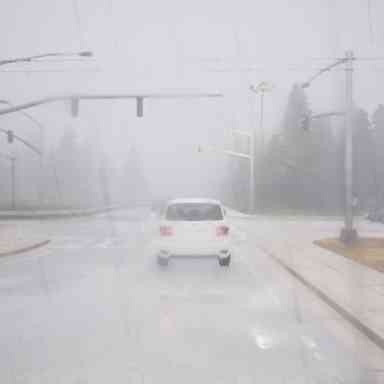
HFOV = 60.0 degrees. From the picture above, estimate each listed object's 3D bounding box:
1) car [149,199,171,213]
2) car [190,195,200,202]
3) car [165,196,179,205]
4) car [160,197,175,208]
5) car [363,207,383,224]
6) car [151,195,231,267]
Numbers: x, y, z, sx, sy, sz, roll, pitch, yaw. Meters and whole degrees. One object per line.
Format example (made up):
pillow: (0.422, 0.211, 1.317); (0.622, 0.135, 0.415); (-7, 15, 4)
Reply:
car: (-3.594, 1.546, 38.336); (2.033, 1.411, 5.357); (0, 0, 0)
car: (0.667, 1.522, 77.430); (2.128, 1.511, 4.902); (0, 0, 2)
car: (-3.436, 1.489, 58.789); (2.128, 1.511, 4.902); (0, 0, 1)
car: (-3.568, 1.503, 48.523); (1.837, 1.490, 4.892); (0, 0, 0)
car: (14.934, 1.517, 23.889); (4.902, 1.511, 2.128); (0, 0, 1)
car: (0.033, 1.221, 11.546); (2.150, 2.045, 5.566); (0, 0, -1)
